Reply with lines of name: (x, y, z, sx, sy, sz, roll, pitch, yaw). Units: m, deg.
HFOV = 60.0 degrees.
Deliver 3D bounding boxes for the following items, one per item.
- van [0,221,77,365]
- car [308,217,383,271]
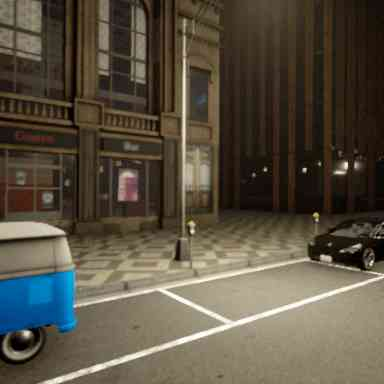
van: (-3.554, 1.344, 4.217, 3.998, 1.788, 1.690, 0, 1, -36)
car: (5.602, 1.516, 10.753, 4.313, 1.339, 1.947, 0, 1, -36)
